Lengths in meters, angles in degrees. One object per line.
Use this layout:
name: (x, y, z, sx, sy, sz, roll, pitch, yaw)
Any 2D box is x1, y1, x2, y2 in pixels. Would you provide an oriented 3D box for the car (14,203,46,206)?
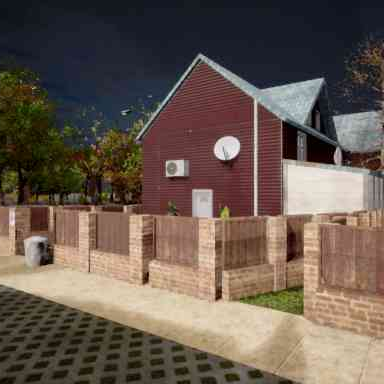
car: (-13.415, 1.607, 27.023, 2.033, 1.411, 5.357, 0, 0, 35)
